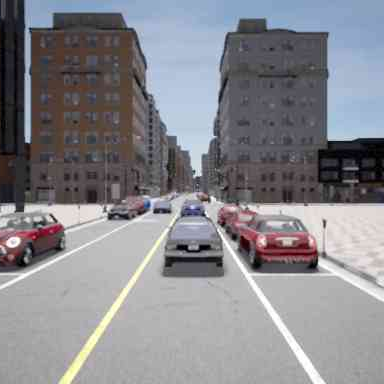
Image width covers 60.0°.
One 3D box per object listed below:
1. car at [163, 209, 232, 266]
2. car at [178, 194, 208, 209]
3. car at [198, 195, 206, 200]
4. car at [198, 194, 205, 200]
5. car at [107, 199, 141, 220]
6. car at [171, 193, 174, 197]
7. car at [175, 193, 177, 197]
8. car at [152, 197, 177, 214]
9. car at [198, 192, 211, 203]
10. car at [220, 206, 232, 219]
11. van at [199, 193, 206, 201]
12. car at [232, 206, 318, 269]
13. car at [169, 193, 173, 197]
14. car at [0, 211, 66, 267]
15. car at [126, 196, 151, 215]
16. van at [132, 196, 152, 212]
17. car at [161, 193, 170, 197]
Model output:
[{"bbox_3d":[0.061,1.555,11.565,2.033,1.411,5.357,0,0,0],"label":"car"},{"bbox_3d":[0.072,1.368,30.024,2.097,1.767,4.553,0,0,0],"label":"car"},{"bbox_3d":[2.647,1.498,89.069,1.802,1.307,4.206,0,0,0],"label":"car"},{"bbox_3d":[2.647,1.427,94.896,1.752,1.417,4.829,0,0,0],"label":"car"},{"bbox_3d":[-5.865,1.580,28.170,1.947,1.339,4.313,0,0,0],"label":"car"},{"bbox_3d":[-5.875,1.468,77.608,1.752,1.417,4.829,0,0,0],"label":"car"},{"bbox_3d":[-5.878,1.231,89.087,2.192,1.841,5.009,0,0,0],"label":"car"},{"bbox_3d":[-3.072,1.565,35.644,2.033,1.411,5.357,0,0,0],"label":"car"},{"bbox_3d":[2.654,1.283,66.442,2.192,1.841,5.009,0,0,0],"label":"car"},{"bbox_3d":[2.663,1.592,16.868,1.802,1.307,4.206,0,0,0],"label":"car"},{"bbox_3d":[2.649,1.271,83.412,1.690,1.788,3.998,0,0,0],"label":"van"},{"bbox_3d":[2.665,1.448,11.228,1.967,1.590,4.097,0,0,0],"label":"car"},{"bbox_3d":[-5.874,1.521,72.123,1.947,1.339,4.313,0,0,0],"label":"car"},{"bbox_3d":[-5.861,1.447,11.251,1.967,1.590,4.097,0,0,0],"label":"car"},{"bbox_3d":[-5.866,1.331,33.811,2.192,1.841,5.009,0,0,0],"label":"car"},{"bbox_3d":[-5.868,1.358,39.452,1.690,1.788,3.998,0,0,0],"label":"van"},{"bbox_3d":[-5.873,1.493,66.298,1.752,1.417,4.829,0,0,0],"label":"car"}]
